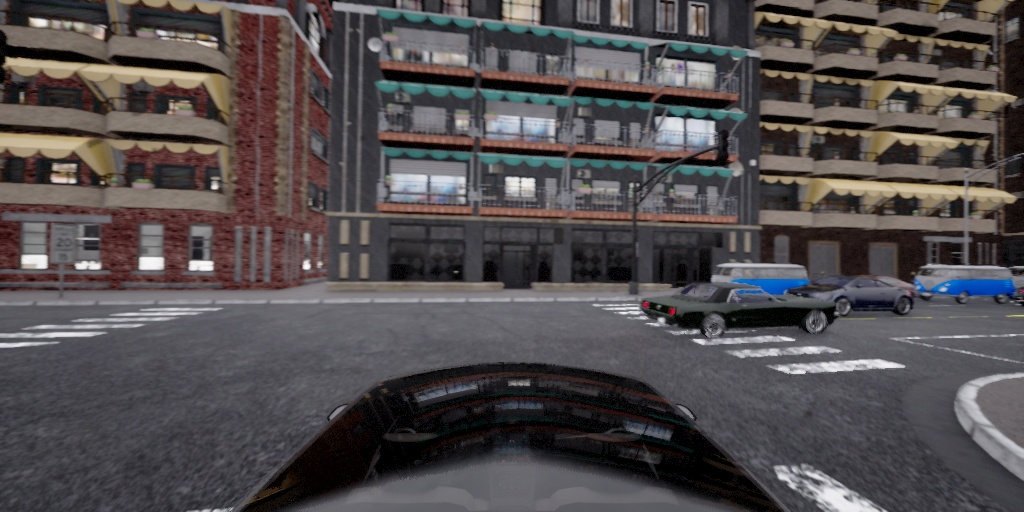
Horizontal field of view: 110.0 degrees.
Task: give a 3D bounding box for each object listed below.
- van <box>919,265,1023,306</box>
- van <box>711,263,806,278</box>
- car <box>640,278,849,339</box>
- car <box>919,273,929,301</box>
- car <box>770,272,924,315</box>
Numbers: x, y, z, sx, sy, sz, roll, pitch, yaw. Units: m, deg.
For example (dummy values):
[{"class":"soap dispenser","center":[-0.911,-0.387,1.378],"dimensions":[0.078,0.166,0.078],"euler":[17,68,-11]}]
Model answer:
[{"class":"van","center":[22.014,1.352,17.556],"dimensions":[3.998,1.789,1.690],"euler":[0,0,-8]},{"class":"van","center":[10.857,1.229,15.891],"dimensions":[3.998,1.789,1.690],"euler":[0,0,-8]},{"class":"car","center":[6.128,1.404,9.810],"dimensions":[4.718,1.301,1.895],"euler":[0,0,-9]},{"class":"car","center":[16.435,1.532,16.723],"dimensions":[4.207,1.307,1.802],"euler":[0,0,-8]},{"class":"car","center":[12.641,1.448,13.671],"dimensions":[4.181,1.385,1.994],"euler":[1,-1,-9]}]
